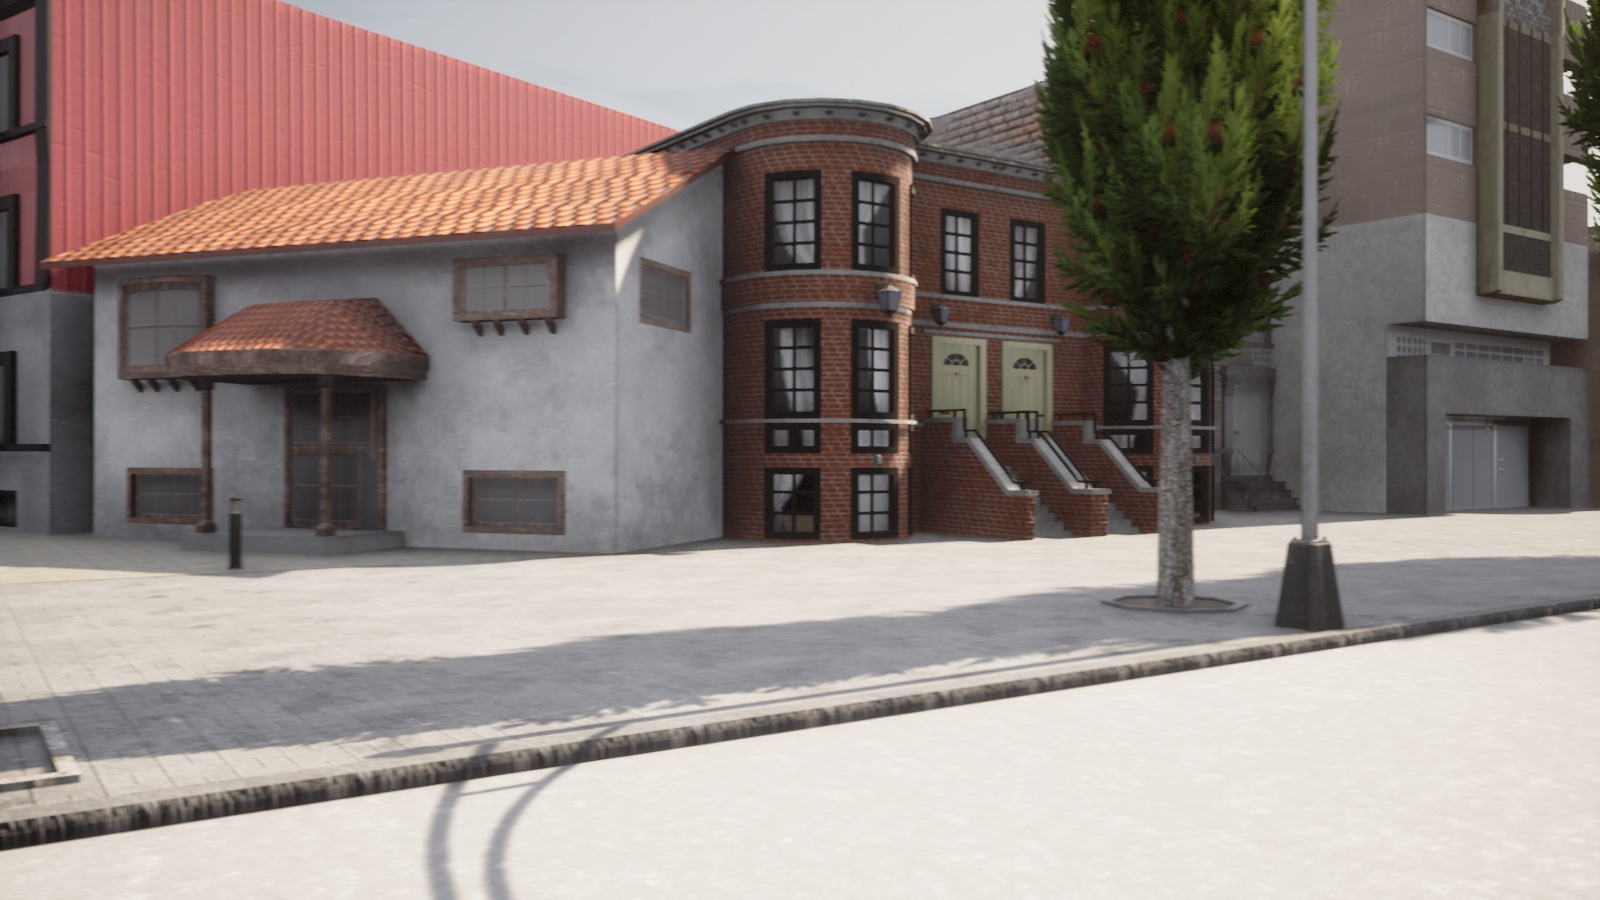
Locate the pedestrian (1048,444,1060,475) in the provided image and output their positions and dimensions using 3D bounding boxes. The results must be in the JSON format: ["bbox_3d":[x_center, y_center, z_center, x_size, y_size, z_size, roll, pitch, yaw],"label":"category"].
[{"bbox_3d":[15.932,0.608,78.741,0.396,1.930,0.692,0,0,-36],"label":"pedestrian"}]
